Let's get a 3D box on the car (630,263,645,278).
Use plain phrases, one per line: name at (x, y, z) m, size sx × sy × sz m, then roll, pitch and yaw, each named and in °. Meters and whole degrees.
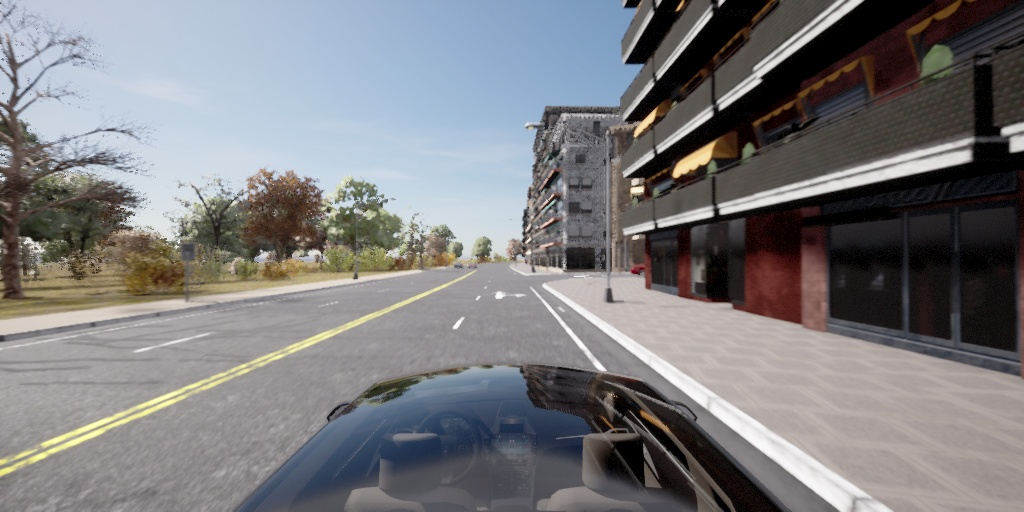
car at (13.892, 1.243, 34.326) m, size 5.008 × 1.535 × 1.882 m, roll -1°, pitch -1°, yaw 14°
